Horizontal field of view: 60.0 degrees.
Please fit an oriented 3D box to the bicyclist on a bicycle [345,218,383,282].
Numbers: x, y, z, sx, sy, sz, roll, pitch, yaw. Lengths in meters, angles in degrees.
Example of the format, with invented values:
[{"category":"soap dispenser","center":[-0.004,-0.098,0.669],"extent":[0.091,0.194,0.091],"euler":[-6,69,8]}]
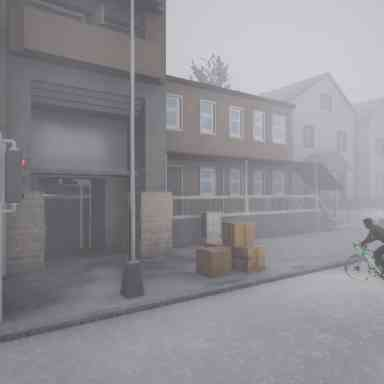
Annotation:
[{"category":"bicyclist on a bicycle","center":[4.437,1.455,8.011],"extent":[0.582,1.620,1.656],"euler":[0,-2,-35]}]
